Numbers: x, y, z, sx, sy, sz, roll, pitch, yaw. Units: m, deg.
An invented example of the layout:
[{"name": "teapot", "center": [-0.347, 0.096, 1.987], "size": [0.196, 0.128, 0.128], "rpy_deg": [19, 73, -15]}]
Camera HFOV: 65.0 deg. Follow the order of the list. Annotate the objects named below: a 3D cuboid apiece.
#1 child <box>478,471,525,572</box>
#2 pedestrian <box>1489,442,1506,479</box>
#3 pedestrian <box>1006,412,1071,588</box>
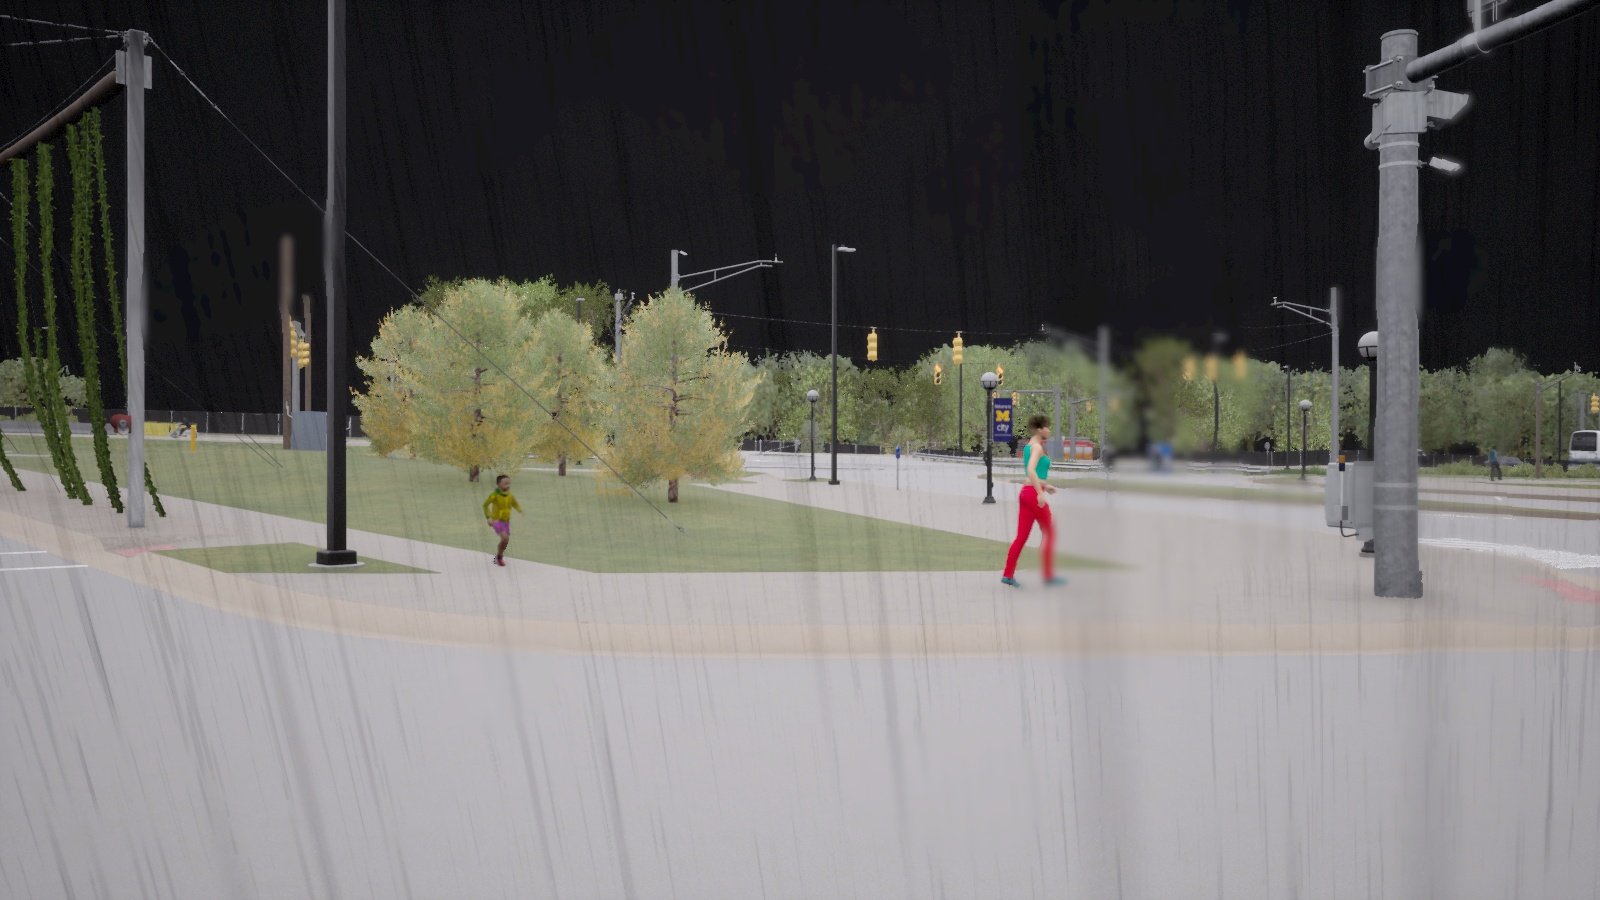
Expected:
[{"name": "child", "center": [-3.528, 0.834, 14.826], "size": [0.473, 1.160, 0.299], "rpy_deg": [0, 0, 37]}, {"name": "pedestrian", "center": [36.496, 0.570, 65.729], "size": [0.692, 1.930, 0.396], "rpy_deg": [0, 0, -18]}, {"name": "pedestrian", "center": [2.522, 0.522, 13.316], "size": [0.594, 1.836, 0.345], "rpy_deg": [0, 0, -8]}]
